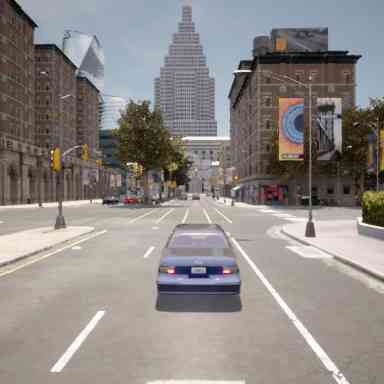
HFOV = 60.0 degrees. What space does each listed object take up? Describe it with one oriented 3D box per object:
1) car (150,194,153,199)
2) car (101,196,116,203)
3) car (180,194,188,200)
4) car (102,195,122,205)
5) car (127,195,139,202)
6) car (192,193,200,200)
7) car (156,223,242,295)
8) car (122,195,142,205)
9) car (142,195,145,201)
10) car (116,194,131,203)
[{"bbox_3d":[-10.514,1.355,79.588,2.097,1.767,4.553,0,0,1],"label":"car"},{"bbox_3d":[-17.387,1.595,69.776,1.895,1.301,4.718,0,0,1],"label":"car"},{"bbox_3d":[-2.386,1.540,89.603,2.033,1.411,5.357,0,0,1],"label":"car"},{"bbox_3d":[-14.351,1.601,58.622,1.895,1.301,4.718,0,0,1],"label":"car"},{"bbox_3d":[-14.023,1.478,78.828,1.882,1.535,5.008,0,0,1],"label":"car"},{"bbox_3d":[1.118,1.350,89.961,2.097,1.767,4.553,0,0,1],"label":"car"},{"bbox_3d":[0.171,1.547,8.882,2.033,1.411,5.357,0,0,1],"label":"car"},{"bbox_3d":[-10.832,1.478,59.804,1.882,1.535,5.008,0,0,1],"label":"car"},{"bbox_3d":[-10.640,1.500,69.600,1.837,1.490,4.892,0,0,1],"label":"car"},{"bbox_3d":[-14.151,1.355,68.729,2.097,1.767,4.553,0,0,1],"label":"car"}]
